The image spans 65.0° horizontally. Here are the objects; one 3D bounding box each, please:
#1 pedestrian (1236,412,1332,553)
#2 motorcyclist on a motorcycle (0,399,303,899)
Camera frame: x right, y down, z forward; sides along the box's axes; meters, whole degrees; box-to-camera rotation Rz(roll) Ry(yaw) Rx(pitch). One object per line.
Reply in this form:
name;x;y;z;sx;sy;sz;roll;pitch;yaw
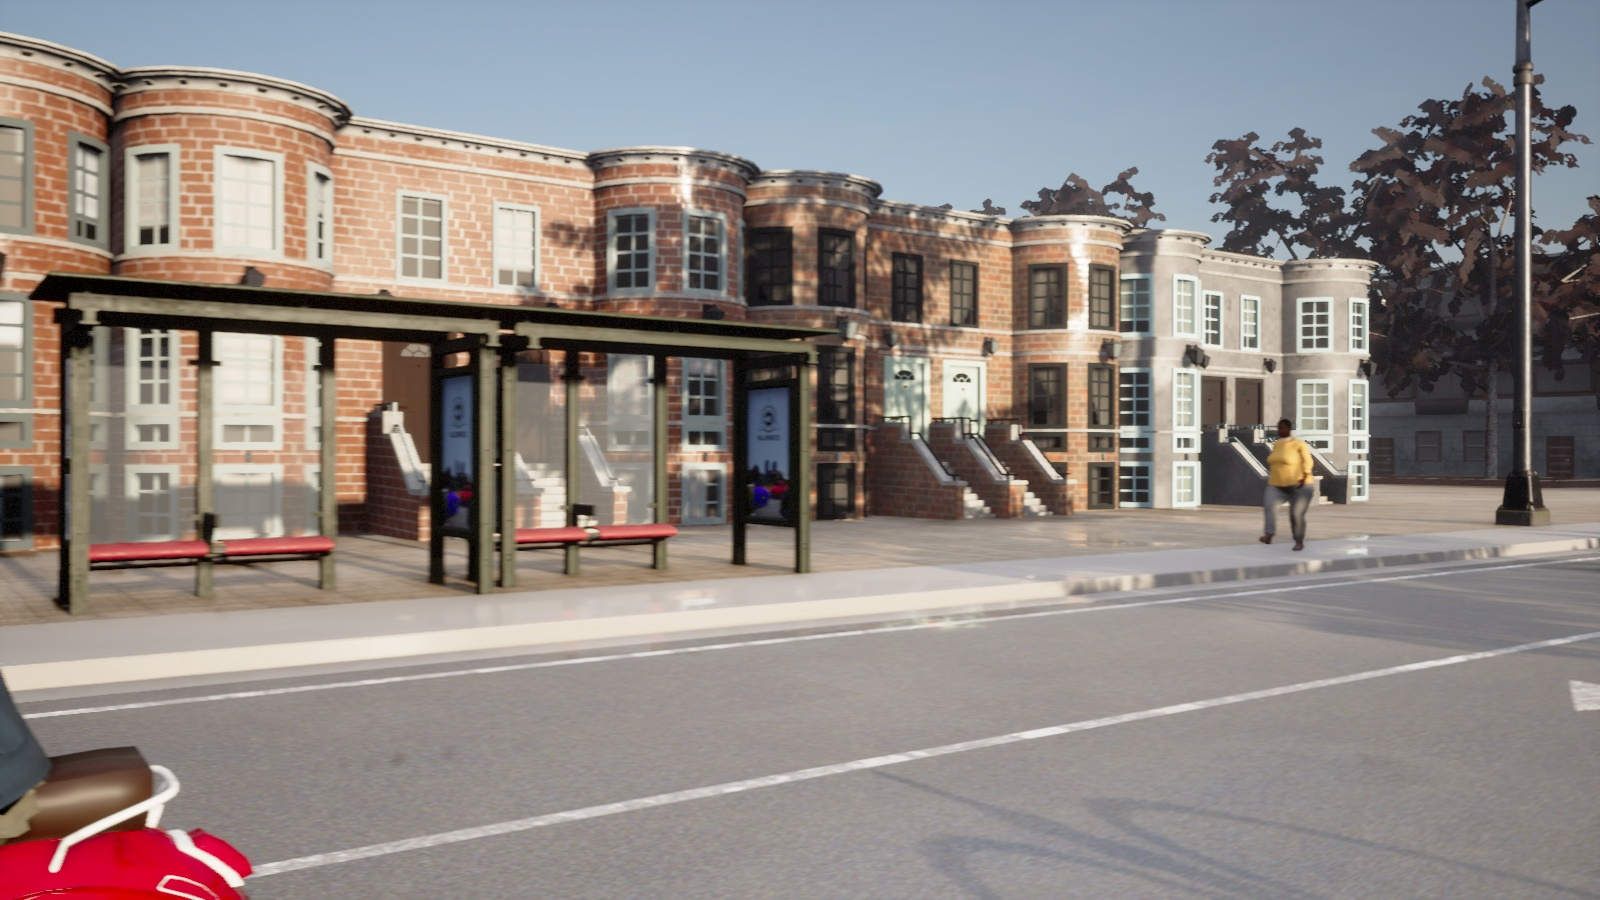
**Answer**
pedestrian;6.624;0.429;17.190;0.900;1.855;0.874;0;0;-35
motorcyclist on a motorcycle;-1.965;0.708;2.291;1.817;1.590;0.866;0;0;-35
